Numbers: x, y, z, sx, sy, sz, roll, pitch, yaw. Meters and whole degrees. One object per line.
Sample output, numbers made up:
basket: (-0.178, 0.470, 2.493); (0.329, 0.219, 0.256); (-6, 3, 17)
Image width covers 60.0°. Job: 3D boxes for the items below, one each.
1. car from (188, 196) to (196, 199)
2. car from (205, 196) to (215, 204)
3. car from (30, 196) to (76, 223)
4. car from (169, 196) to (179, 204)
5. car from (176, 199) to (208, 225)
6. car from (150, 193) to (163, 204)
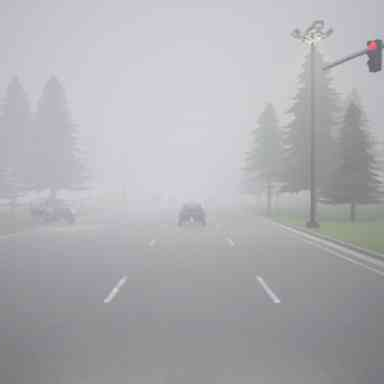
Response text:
car: (0.004, 1.569, 65.363); (2.033, 1.411, 5.357); (0, 0, 0)
car: (3.504, 1.525, 65.363); (1.837, 1.490, 4.892); (0, 0, 0)
car: (-10.264, 1.250, 24.506); (2.097, 1.767, 4.553); (4, -1, -40)
car: (-3.496, 1.547, 65.363); (1.812, 1.442, 4.674); (0, 0, 0)
car: (-0.002, 1.514, 23.916); (1.837, 1.490, 4.892); (0, 0, 0)
car: (-6.996, 1.242, 65.393); (2.150, 2.045, 5.566); (0, 0, 0)
